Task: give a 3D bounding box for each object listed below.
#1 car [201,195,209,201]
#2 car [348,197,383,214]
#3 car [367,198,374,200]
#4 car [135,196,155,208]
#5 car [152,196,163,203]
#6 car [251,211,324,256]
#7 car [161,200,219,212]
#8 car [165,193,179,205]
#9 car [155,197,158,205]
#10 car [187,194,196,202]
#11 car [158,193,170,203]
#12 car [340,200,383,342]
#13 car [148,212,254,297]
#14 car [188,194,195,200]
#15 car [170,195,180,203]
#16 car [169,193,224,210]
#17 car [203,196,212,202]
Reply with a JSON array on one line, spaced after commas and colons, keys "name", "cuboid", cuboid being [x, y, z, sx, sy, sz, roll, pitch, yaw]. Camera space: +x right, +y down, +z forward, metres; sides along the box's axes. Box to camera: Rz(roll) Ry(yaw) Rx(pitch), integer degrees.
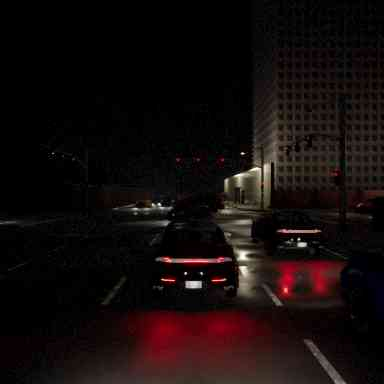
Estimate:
[{"name": "car", "cuboid": [3.388, 1.500, 89.170, 1.837, 1.490, 4.892, 0, 0, 0]}, {"name": "car", "cuboid": [19.553, 1.407, 35.817, 4.553, 1.767, 2.097, 0, 0, 0]}, {"name": "car", "cuboid": [19.370, 1.533, 32.317, 5.008, 1.535, 1.882, 0, 0, 0]}, {"name": "car", "cuboid": [-7.153, 1.478, 49.321, 1.882, 1.535, 5.008, 0, 0, 0]}, {"name": "car", "cuboid": [-7.087, 1.601, 68.806, 1.895, 1.301, 4.718, 0, 0, 0]}, {"name": "car", "cuboid": [3.565, 1.492, 13.165, 2.128, 1.511, 4.902, 0, 0, 0]}, {"name": "car", "cuboid": [-0.099, 1.594, 27.126, 1.994, 1.385, 4.181, 0, 0, 43]}, {"name": "car", "cuboid": [-3.638, 1.221, 61.025, 2.150, 2.045, 5.566, 0, 0, 0]}, {"name": "car", "cuboid": [-7.153, 1.478, 58.643, 1.882, 1.535, 5.008, 0, 0, 0]}, {"name": "car", "cuboid": [-0.099, 1.347, 78.818, 2.097, 1.767, 4.553, 0, 0, 0]}, {"name": "car", "cuboid": [-3.650, 1.352, 51.436, 2.097, 1.767, 4.553, 0, 0, 0]}, {"name": "car", "cuboid": [3.596, 1.221, 3.319, 2.150, 2.045, 5.566, 0, 0, 0]}, {"name": "car", "cuboid": [0.046, 1.492, 8.547, 2.128, 1.511, 4.902, 0, 0, 0]}, {"name": "car", "cuboid": [-0.111, 1.328, 89.071, 1.837, 1.490, 4.892, 0, 0, 0]}, {"name": "car", "cuboid": [-3.589, 1.478, 71.173, 1.882, 1.535, 5.008, 0, 0, 0]}, {"name": "car", "cuboid": [0.690, 1.247, 35.754, 5.566, 2.045, 2.150, 0, 0, 0]}, {"name": "car", "cuboid": [3.409, 1.524, 73.611, 1.812, 1.442, 4.674, 0, 0, 0]}]
